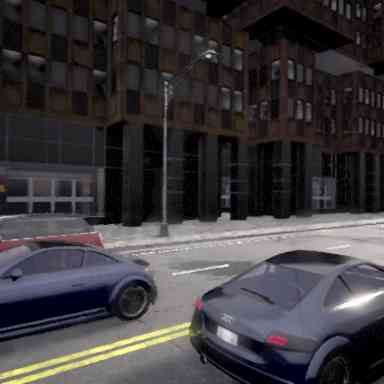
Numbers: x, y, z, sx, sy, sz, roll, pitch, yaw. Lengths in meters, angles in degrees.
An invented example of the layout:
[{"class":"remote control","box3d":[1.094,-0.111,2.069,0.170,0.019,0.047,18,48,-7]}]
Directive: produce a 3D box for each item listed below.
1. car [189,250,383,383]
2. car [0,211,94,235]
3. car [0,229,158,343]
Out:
[{"class":"car","box3d":[2.026,1.583,4.886,4.181,1.385,1.994,0,0,-36]},{"class":"car","box3d":[-4.537,1.357,8.432,4.553,1.767,2.097,0,0,-36]},{"class":"car","box3d":[-2.696,1.569,5.754,4.181,1.385,1.994,0,0,-36]}]
